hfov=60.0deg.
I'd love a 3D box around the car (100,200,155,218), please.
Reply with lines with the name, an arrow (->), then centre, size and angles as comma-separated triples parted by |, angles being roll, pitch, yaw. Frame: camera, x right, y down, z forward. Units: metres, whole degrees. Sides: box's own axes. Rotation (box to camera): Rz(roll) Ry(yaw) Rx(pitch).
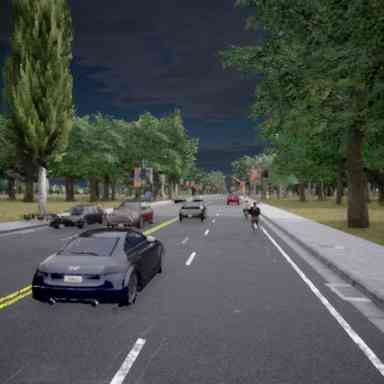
car -> -3.842, 1.347, 21.371 | 2.097, 1.767, 4.553 | 0, 0, 7

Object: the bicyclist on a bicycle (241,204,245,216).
bicyclist on a bicycle -> 4.293, 1.432, 26.210 | 0.866, 1.612, 1.509 | 0, 0, 6

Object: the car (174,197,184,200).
car -> -2.267, 1.592, 62.117 | 1.895, 1.301, 4.718 | 0, 0, 7

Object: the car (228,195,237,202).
car -> 8.974, 1.472, 73.688 | 1.882, 1.535, 5.008 | 0, 0, 7

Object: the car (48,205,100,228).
car -> -7.095, 1.542, 21.537 | 2.033, 1.411, 5.357 | 0, 0, 7

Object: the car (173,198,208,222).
car -> 0.171, 1.487, 25.931 | 2.128, 1.511, 4.902 | 0, 0, 7

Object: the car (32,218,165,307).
car -> -1.936, 1.562, 8.076 | 1.994, 1.385, 4.181 | 0, 0, 7

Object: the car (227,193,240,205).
car -> 7.415, 1.216, 59.668 | 2.150, 2.045, 5.566 | 0, 0, 7

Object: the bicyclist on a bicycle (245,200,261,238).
bicyclist on a bicycle -> 3.172, 1.368, 16.862 | 0.659, 1.776, 1.843 | 0, 0, 7
